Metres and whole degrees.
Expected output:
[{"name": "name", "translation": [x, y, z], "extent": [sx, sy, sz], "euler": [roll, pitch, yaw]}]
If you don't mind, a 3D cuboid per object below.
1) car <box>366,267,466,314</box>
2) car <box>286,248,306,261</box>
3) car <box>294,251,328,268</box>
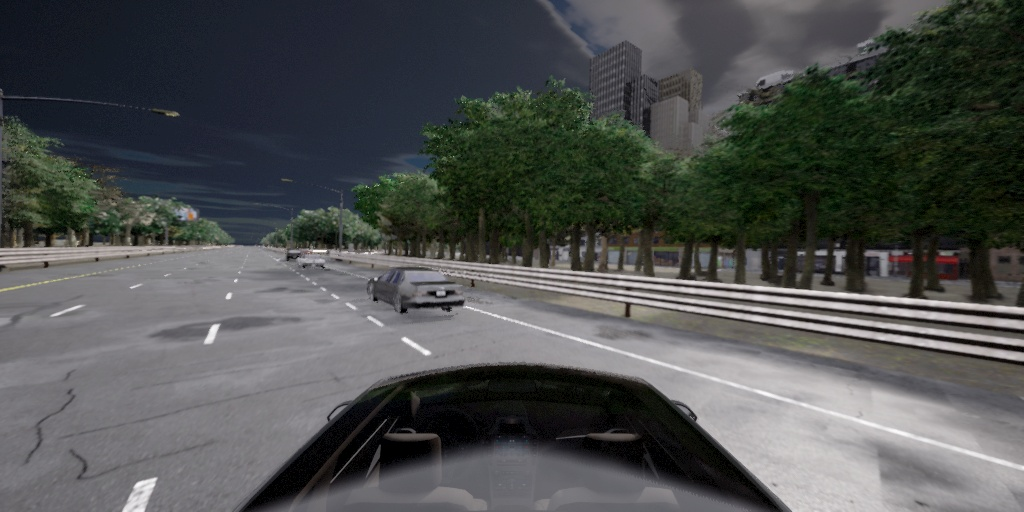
[{"name": "car", "translation": [-3.579, 1.091, 12.701], "extent": [2.033, 1.411, 5.357], "euler": [1, 1, -36]}, {"name": "car", "translation": [-30.353, -0.121, 50.048], "extent": [1.882, 1.535, 5.008], "euler": [1, 1, -33]}, {"name": "car", "translation": [-19.431, 0.469, 34.617], "extent": [1.895, 1.301, 4.718], "euler": [1, 1, -36]}]
